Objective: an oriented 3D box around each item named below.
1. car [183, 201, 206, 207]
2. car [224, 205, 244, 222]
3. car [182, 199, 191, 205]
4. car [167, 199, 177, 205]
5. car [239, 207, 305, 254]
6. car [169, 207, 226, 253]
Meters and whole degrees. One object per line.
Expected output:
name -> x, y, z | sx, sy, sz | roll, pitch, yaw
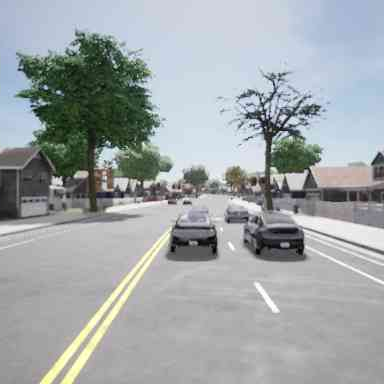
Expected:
car -> 0.579, 1.808, 28.911 | 2.033, 1.411, 5.357 | 0, 0, 2
car -> 3.827, 1.808, 28.782 | 2.033, 1.411, 5.357 | 0, 0, 2
car -> -0.990, 2.175, 71.005 | 1.895, 1.301, 4.718 | 0, 0, 2
car -> -4.237, 2.175, 71.167 | 1.895, 1.301, 4.718 | 0, 0, 2
car -> 3.351, 1.641, 14.206 | 1.837, 1.490, 4.892 | 0, 0, 1
car -> 0.101, 1.626, 14.263 | 2.128, 1.511, 4.902 | 0, 0, 1
